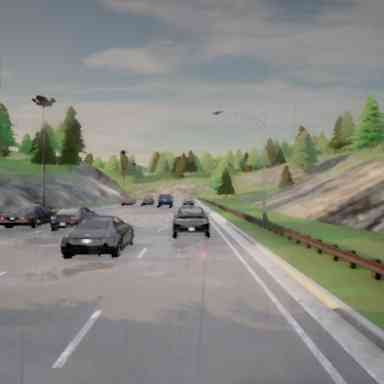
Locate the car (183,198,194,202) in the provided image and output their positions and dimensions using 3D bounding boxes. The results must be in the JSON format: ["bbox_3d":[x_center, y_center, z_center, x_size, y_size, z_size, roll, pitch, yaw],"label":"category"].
[{"bbox_3d":[-0.536,1.678,55.054,1.895,1.301,4.718,0,0,-1],"label":"car"}]

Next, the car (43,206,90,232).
[{"bbox_3d":[-7.080,1.577,20.391,1.812,1.442,4.674,0,0,-1],"label":"car"}]

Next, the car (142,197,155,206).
[{"bbox_3d":[-7.573,1.595,57.960,2.128,1.511,4.902,0,0,-1],"label":"car"}]

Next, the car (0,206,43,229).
[{"bbox_3d":[-10.599,1.613,22.088,2.033,1.411,5.357,0,0,-1],"label":"car"}]

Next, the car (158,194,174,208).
[{"bbox_3d":[-3.983,1.304,50.808,2.150,2.045,5.566,0,0,-1],"label":"car"}]

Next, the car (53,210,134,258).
[{"bbox_3d":[-3.491,1.594,12.960,1.994,1.385,4.181,0,0,-1],"label":"car"}]

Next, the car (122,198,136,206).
[{"bbox_3d":[-11.085,1.681,58.766,1.994,1.385,4.181,0,0,-1],"label":"car"}]

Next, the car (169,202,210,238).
[{"bbox_3d":[-0.054,1.517,17.971,2.128,1.511,4.902,0,0,-1],"label":"car"}]
